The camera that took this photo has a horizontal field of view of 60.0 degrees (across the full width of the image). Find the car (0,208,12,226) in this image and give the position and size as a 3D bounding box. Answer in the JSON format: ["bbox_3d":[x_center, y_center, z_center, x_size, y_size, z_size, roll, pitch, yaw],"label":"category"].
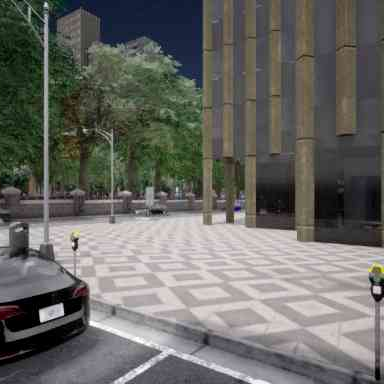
[{"bbox_3d":[-15.577,1.752,23.787,1.837,1.490,4.892,0,-1,39],"label":"car"}]

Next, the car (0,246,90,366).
[{"bbox_3d":[-3.471,1.566,5.423,4.313,1.339,1.947,0,0,35],"label":"car"}]

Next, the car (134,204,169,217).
[{"bbox_3d":[-4.715,2.120,38.919,2.128,1.511,4.902,0,-1,35],"label":"car"}]

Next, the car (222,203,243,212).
[{"bbox_3d":[6.770,2.542,55.135,1.882,1.535,5.008,0,-1,35],"label":"car"}]
